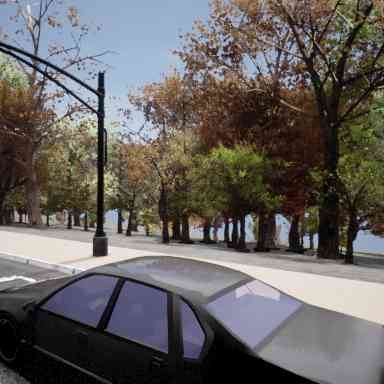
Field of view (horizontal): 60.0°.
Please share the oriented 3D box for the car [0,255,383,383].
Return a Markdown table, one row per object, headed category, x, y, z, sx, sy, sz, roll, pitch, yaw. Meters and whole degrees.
| category | x | y | z | sx | sy | sz | roll | pitch | yaw |
| --- | --- | --- | --- | --- | --- | --- | --- | --- | --- |
| car | -0.528 | 1.547 | 4.055 | 5.357 | 1.411 | 2.033 | 0 | 0 | 35 |
